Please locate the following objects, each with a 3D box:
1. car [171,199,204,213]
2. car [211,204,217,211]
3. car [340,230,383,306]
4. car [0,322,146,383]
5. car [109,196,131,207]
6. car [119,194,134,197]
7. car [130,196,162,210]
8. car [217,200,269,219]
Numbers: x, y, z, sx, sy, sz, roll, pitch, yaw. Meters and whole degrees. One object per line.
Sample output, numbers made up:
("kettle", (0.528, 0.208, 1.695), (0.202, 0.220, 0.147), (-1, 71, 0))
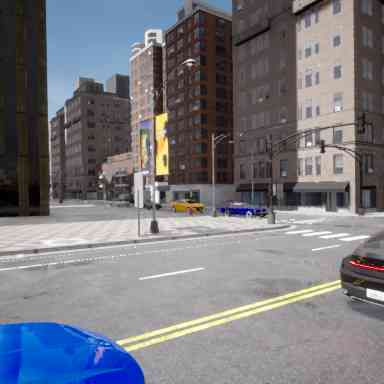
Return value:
("car", (-0.556, 1.603, 38.357), (1.882, 1.535, 5.008), (-1, 0, -35))
("car", (3.946, 1.624, 37.502), (1.994, 1.385, 4.181), (-1, 1, -35))
("car", (5.095, 1.504, 7.079), (4.892, 1.490, 1.837), (0, 0, -36))
("car", (-2.596, 1.478, 1.590), (5.008, 1.535, 1.882), (0, 0, -35))
("car", (-11.979, 1.796, 54.650), (1.895, 1.301, 4.718), (-1, 0, -35))
("car", (-12.112, 1.382, 60.311), (2.150, 2.045, 5.566), (-1, 1, -35))
("car", (-6.241, 1.707, 46.440), (2.033, 1.411, 5.357), (-1, 0, -35))
("car", (4.798, 1.695, 30.753), (1.895, 1.301, 4.718), (-1, 0, -35))
